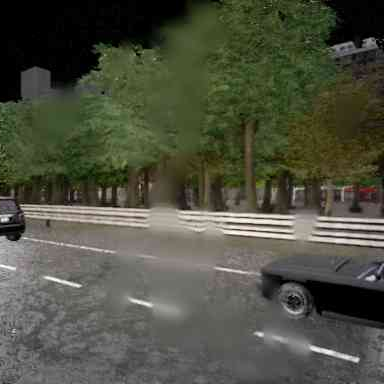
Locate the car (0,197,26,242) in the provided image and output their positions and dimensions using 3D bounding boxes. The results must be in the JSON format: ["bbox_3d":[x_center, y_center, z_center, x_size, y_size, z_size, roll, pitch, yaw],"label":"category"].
[{"bbox_3d":[-9.840,1.231,15.220,5.566,2.045,2.150,0,0,36],"label":"car"}]

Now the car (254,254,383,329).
[{"bbox_3d":[3.531,1.601,5.650,4.718,1.301,1.895,0,0,36],"label":"car"}]
